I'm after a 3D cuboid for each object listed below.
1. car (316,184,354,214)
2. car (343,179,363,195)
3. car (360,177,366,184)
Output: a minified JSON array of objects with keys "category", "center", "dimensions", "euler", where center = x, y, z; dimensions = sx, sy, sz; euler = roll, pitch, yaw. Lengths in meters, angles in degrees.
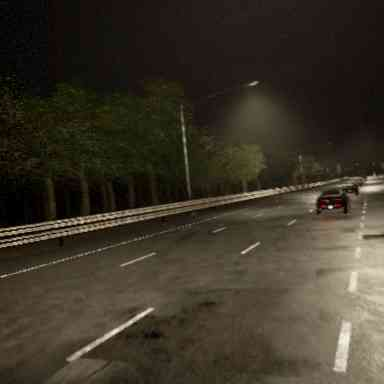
[{"category":"car","center":[9.534,0.563,22.371],"dimensions":[1.837,1.490,4.892],"euler":[-5,0,28]},{"category":"car","center":[19.468,-0.416,40.999],"dimensions":[2.128,1.511,4.902],"euler":[-5,0,28]},{"category":"car","center":[33.584,-1.685,67.443],"dimensions":[2.033,1.411,5.357],"euler":[-5,0,28]}]
